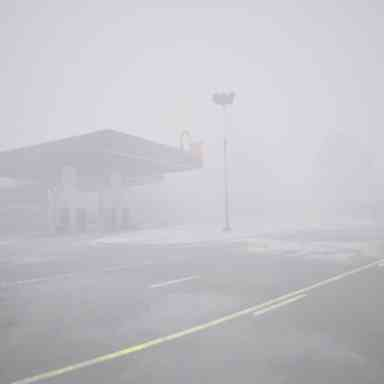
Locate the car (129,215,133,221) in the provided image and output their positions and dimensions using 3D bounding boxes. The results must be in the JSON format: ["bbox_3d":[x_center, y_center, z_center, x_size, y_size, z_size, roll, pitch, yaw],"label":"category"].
[{"bbox_3d":[-11.797,4.066,55.090,2.242,1.667,4.611,1,-3,-43],"label":"car"}]

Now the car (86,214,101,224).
[{"bbox_3d":[-15.471,4.113,50.605,1.970,1.475,3.806,1,-3,-43],"label":"car"}]
